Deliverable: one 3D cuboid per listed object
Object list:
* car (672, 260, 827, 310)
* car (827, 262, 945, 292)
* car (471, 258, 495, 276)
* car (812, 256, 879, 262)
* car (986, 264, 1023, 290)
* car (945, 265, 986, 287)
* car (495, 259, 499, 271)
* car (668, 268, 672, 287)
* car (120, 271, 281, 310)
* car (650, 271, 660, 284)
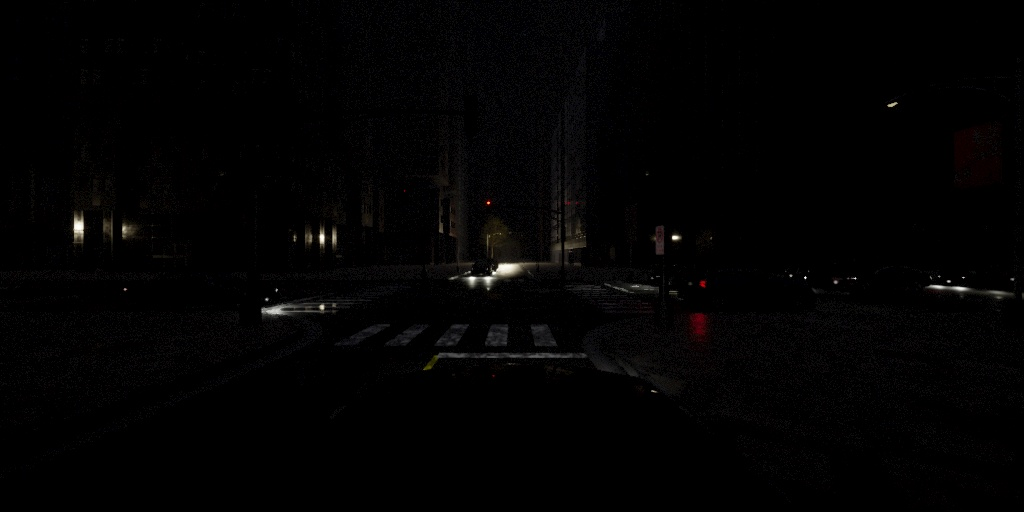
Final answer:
[{"bbox_3d":[9.210,1.120,14.241,4.553,1.767,2.097,0,0,0],"label":"car"},{"bbox_3d":[21.331,1.261,20.894,4.902,1.511,2.128,0,0,0],"label":"car"},{"bbox_3d":[-3.101,1.225,37.513,1.882,1.535,5.008,0,0,1],"label":"car"},{"bbox_3d":[21.585,0.985,24.129,5.566,2.045,2.150,0,0,1],"label":"car"},{"bbox_3d":[31.944,1.005,20.845,5.566,2.045,2.150,0,0,0],"label":"car"},{"bbox_3d":[32.040,1.325,24.094,5.357,1.411,2.033,0,0,0],"label":"car"},{"bbox_3d":[-3.115,1.098,47.293,2.097,1.767,4.553,0,0,0],"label":"car"},{"bbox_3d":[12.007,1.236,20.937,5.008,1.535,1.882,0,0,1],"label":"car"},{"bbox_3d":[-12.229,1.295,14.192,5.357,1.411,2.033,0,0,4],"label":"car"},{"bbox_3d":[11.854,1.256,24.194,4.892,1.490,1.837,0,0,-1],"label":"car"}]
